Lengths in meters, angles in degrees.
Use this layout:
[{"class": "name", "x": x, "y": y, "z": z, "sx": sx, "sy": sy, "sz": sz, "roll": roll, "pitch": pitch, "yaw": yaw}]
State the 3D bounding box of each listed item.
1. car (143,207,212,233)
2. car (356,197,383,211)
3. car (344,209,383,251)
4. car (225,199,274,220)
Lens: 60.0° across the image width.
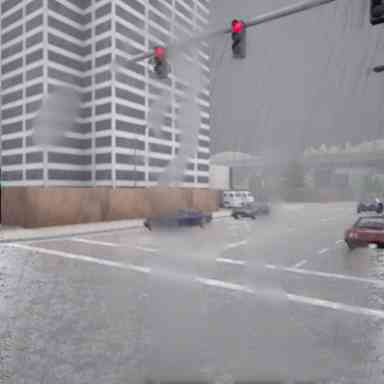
[{"class": "car", "x": -0.763, "y": 1.614, "z": 19.921, "sx": 1.895, "sy": 1.301, "sz": 4.718, "roll": 0, "pitch": 0, "yaw": 35}, {"class": "car", "x": 19.014, "y": 1.357, "z": 35.459, "sx": 2.097, "sy": 1.767, "sz": 4.553, "roll": 0, "pitch": 0, "yaw": 35}, {"class": "car", "x": 7.635, "y": 1.602, "z": 13.429, "sx": 1.895, "sy": 1.301, "sz": 4.718, "roll": 0, "pitch": 0, "yaw": 36}, {"class": "car", "x": 5.275, "y": 1.560, "z": 28.462, "sx": 2.033, "sy": 1.411, "sz": 5.357, "roll": 0, "pitch": 0, "yaw": 35}]
